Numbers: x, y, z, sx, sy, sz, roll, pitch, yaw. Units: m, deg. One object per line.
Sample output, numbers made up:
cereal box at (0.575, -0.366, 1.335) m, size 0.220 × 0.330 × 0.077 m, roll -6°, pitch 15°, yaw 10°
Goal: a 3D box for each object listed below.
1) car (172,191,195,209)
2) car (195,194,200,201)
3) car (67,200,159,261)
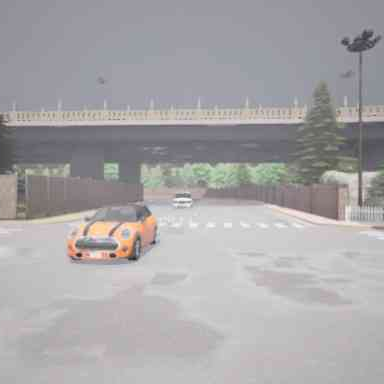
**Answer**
car at (-1.063, 1.001, 38.761) m, size 2.150 × 2.045 × 5.566 m, roll 0°, pitch 2°, yaw 0°
car at (0.199, 1.029, 63.247) m, size 1.812 × 1.442 × 4.674 m, roll 0°, pitch 2°, yaw -11°
car at (-2.568, 1.213, 11.771) m, size 2.097 × 1.767 × 4.553 m, roll 0°, pitch 1°, yaw 5°
